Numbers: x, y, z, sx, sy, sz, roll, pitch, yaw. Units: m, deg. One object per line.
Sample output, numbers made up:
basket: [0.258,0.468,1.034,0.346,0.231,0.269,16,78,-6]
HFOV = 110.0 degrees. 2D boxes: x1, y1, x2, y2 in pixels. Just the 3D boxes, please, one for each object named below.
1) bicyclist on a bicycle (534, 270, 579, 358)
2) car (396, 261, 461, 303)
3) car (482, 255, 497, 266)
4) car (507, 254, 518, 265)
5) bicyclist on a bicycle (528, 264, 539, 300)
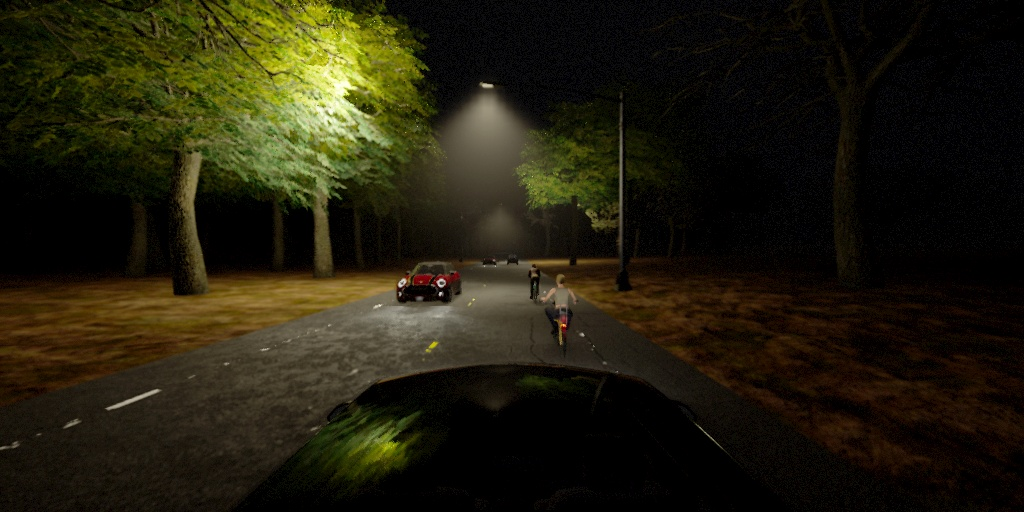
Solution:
bicyclist on a bicycle: [1.002,1.179,7.479,0.866,1.612,1.509,0,0,0]
car: [-3.598,1.054,16.197,2.097,1.767,4.553,0,0,0]
car: [-3.570,0.583,57.479,2.097,1.767,4.553,0,1,0]
car: [0.110,0.651,60.519,2.128,1.511,4.902,0,1,0]
bicyclist on a bicycle: [0.967,1.160,15.346,0.582,1.620,1.656,0,0,0]
